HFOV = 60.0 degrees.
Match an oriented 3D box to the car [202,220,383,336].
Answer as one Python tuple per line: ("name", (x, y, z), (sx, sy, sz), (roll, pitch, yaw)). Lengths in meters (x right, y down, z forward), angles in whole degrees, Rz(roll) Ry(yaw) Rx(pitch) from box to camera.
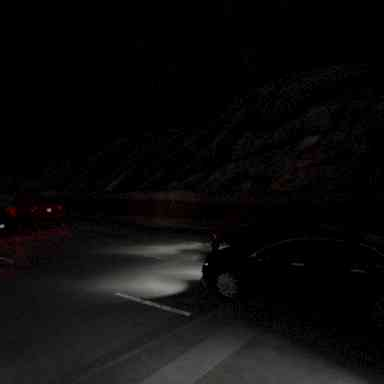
("car", (2.460, 1.519, 6.666), (4.892, 1.490, 1.837), (0, 0, 36))

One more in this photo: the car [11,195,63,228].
("car", (-10.929, 1.245, 22.992), (2.150, 2.045, 5.566), (0, 0, -44))

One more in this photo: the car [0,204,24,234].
("car", (-11.233, 1.542, 18.380), (4.674, 1.442, 1.812), (0, 0, 44))

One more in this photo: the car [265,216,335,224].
("car", (2.950, 1.499, 10.677), (5.008, 1.535, 1.882), (0, 0, 37))
